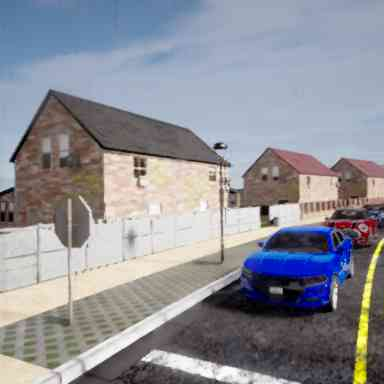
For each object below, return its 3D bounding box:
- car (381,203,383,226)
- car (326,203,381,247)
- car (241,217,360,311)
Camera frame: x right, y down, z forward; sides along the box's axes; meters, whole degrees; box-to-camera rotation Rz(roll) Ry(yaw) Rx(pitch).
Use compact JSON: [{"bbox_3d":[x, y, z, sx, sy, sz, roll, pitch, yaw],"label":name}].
[{"bbox_3d":[13.406,1.618,24.439,2.097,1.767,4.553,-2,-1,37],"label":"car"},{"bbox_3d":[7.747,1.573,16.314,2.097,1.767,4.553,-2,-1,33],"label":"car"},{"bbox_3d":[2.878,1.619,8.433,1.882,1.535,5.008,-2,-2,31],"label":"car"}]
